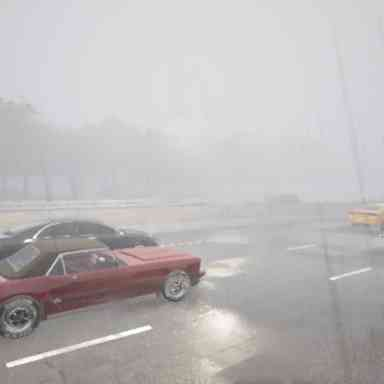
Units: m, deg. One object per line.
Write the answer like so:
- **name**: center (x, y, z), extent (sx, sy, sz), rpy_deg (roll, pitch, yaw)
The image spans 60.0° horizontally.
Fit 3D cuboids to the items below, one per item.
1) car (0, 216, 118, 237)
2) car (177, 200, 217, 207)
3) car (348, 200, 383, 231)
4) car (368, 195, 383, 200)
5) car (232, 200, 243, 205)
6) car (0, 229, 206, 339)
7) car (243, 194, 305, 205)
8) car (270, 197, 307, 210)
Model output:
- **car**: center (-3.309, 1.503, 9.979), extent (4.892, 1.490, 1.837), rpy_deg (0, 0, -35)
- **car**: center (0.562, 1.580, 38.706), extent (4.718, 1.301, 1.895), rpy_deg (0, 0, -35)
- **car**: center (11.737, 1.457, 20.650), extent (5.008, 1.535, 1.882), rpy_deg (0, 0, -35)
- **car**: center (35.169, 1.274, 62.803), extent (4.718, 1.301, 1.895), rpy_deg (-1, 1, -35)
- **car**: center (5.304, 1.542, 33.483), extent (4.181, 1.385, 1.994), rpy_deg (0, 0, -35)
- **car**: center (-2.048, 1.599, 6.583), extent (4.718, 1.301, 1.895), rpy_deg (0, 0, -35)
- **car**: center (7.754, 1.202, 30.931), extent (5.566, 2.045, 2.150), rpy_deg (0, 0, -35)
- **car**: center (12.482, 1.473, 42.800), extent (4.892, 1.490, 1.837), rpy_deg (0, 0, -35)
